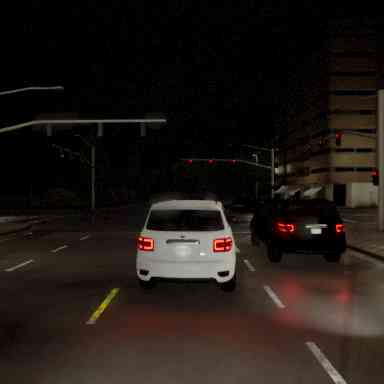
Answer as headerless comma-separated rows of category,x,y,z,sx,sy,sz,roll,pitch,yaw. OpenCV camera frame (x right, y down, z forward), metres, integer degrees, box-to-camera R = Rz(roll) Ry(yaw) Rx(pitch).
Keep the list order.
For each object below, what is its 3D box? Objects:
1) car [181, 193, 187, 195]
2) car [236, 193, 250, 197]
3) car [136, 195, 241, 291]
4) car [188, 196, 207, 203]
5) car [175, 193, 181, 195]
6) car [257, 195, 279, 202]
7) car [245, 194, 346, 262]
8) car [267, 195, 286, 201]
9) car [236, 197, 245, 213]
car,-2.210,1.215,61.774,2.150,2.045,5.566,0,1,14
car,13.140,1.225,80.799,5.566,2.045,2.150,0,0,-41
car,0.024,1.221,9.222,2.150,2.045,5.566,0,0,4
car,1.275,1.540,71.528,2.033,1.411,5.357,0,0,27
car,-3.297,1.352,51.962,2.097,1.767,4.553,0,0,3
car,18.268,1.540,80.287,5.357,1.411,2.033,0,0,-33
car,3.588,1.221,12.245,2.150,2.045,5.566,0,0,0
car,21.912,1.524,86.309,4.674,1.442,1.812,0,0,-22
car,4.918,1.514,33.175,4.892,1.490,1.837,0,0,0
